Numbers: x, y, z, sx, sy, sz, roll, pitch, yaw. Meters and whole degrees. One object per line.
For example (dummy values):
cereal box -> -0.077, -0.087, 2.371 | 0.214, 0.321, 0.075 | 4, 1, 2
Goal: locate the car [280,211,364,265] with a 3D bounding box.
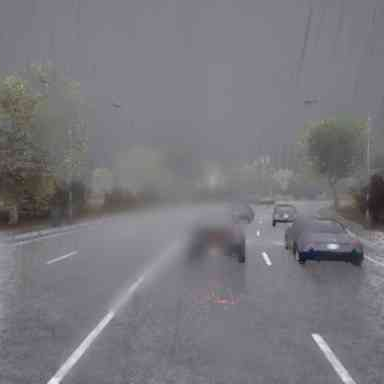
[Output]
car -> 4.513, 1.603, 11.928 | 1.994, 1.385, 4.181 | 0, 0, 9

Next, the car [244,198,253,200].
car -> 10.210, 1.757, 59.940 | 1.895, 1.301, 4.718 | 0, 0, 31

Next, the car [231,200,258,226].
car -> 3.950, 1.639, 27.005 | 1.994, 1.385, 4.181 | 0, 0, 16

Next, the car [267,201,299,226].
car -> 6.698, 1.623, 23.925 | 2.033, 1.411, 5.357 | 0, 0, 15

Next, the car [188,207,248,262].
car -> 1.032, 1.539, 12.310 | 1.837, 1.490, 4.892 | 0, 0, 8

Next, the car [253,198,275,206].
car -> 12.965, 1.713, 57.838 | 2.033, 1.411, 5.357 | 0, 0, 31
